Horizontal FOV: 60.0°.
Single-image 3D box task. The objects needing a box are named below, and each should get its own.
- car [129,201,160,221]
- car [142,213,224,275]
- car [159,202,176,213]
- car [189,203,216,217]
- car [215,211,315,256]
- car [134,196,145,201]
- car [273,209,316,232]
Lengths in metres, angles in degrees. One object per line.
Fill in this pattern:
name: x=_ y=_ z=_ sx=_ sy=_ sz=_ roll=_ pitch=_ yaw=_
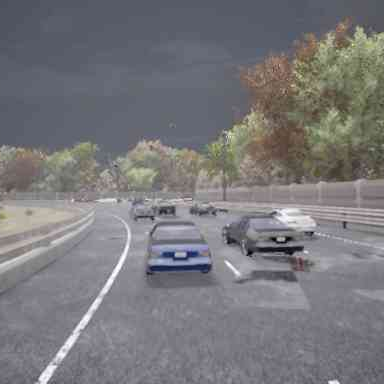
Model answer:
car: x=-4.723 y=1.858 z=30.892 sx=2.033 sy=1.411 sz=5.357 roll=0 pitch=-1 yaw=-17
car: x=-0.554 y=1.651 z=10.880 sx=2.033 sy=1.411 sz=5.357 roll=0 pitch=-1 yaw=-6
car: x=-3.248 y=1.837 z=37.179 sx=1.882 sy=1.535 sz=5.008 roll=0 pitch=-1 yaw=-20
car: x=1.090 y=1.845 z=35.357 sx=1.812 sy=1.442 sz=4.674 roll=0 pitch=-1 yaw=-19
car: x=2.637 y=1.659 z=13.641 sx=2.033 sy=1.411 sz=5.357 roll=0 pitch=-1 yaw=-8
car: x=-12.084 y=1.991 z=76.155 sx=2.150 sy=2.045 sz=5.566 roll=0 pitch=-1 yaw=-2
car: x=5.225 y=1.670 z=18.846 sx=1.812 sy=1.442 sz=4.674 roll=0 pitch=-1 yaw=-10
